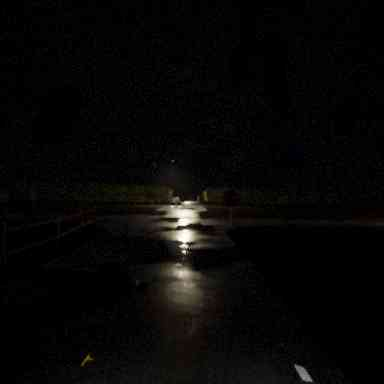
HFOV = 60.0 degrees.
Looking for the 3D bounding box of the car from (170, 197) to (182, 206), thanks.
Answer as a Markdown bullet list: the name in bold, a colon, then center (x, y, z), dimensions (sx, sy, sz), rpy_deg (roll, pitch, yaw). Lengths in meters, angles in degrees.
- **car**: center (-2.752, 1.648, 57.694), dimensions (2.033, 1.411, 5.357), rpy_deg (0, 0, 0)
